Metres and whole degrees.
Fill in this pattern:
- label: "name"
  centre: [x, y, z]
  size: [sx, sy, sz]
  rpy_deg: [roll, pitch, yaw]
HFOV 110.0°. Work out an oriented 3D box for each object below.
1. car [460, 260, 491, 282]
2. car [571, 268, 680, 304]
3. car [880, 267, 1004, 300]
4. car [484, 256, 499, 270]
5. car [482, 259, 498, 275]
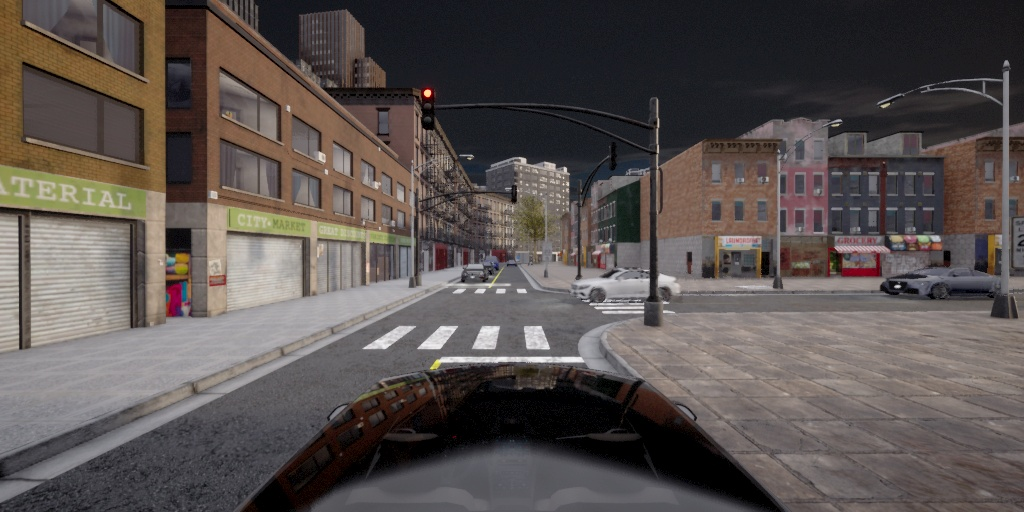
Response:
- label: "car"
  centre: [-2.902, 1.279, 28.688]
  size: [1.812, 1.442, 4.674]
  rpy_deg: [0, 0, 0]
- label: "car"
  centre: [4.912, 1.241, 15.685]
  size: [4.674, 1.442, 1.812]
  rpy_deg: [0, 0, -7]
- label: "car"
  centre: [19.465, 1.198, 16.265]
  size: [4.181, 1.385, 1.994]
  rpy_deg: [0, 0, -1]
- label: "car"
  centre: [-2.936, 0.992, 49.740]
  size: [2.150, 2.045, 5.566]
  rpy_deg: [0, 0, 1]
- label: "car"
  centre: [-2.934, 1.308, 39.120]
  size: [2.033, 1.411, 5.357]
  rpy_deg: [0, 0, 0]
